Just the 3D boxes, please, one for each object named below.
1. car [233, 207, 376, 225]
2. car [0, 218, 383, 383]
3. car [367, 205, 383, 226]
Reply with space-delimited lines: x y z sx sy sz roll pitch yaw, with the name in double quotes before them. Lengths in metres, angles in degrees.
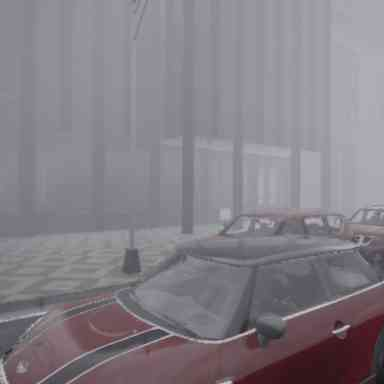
"car" 1.947 1.359 7.917 5.009 1.841 2.192 1 0 -35
"car" 0.405 1.369 3.667 4.553 1.767 2.097 1 0 -35
"car" 6.540 1.399 11.191 5.009 1.841 2.192 1 0 -35
